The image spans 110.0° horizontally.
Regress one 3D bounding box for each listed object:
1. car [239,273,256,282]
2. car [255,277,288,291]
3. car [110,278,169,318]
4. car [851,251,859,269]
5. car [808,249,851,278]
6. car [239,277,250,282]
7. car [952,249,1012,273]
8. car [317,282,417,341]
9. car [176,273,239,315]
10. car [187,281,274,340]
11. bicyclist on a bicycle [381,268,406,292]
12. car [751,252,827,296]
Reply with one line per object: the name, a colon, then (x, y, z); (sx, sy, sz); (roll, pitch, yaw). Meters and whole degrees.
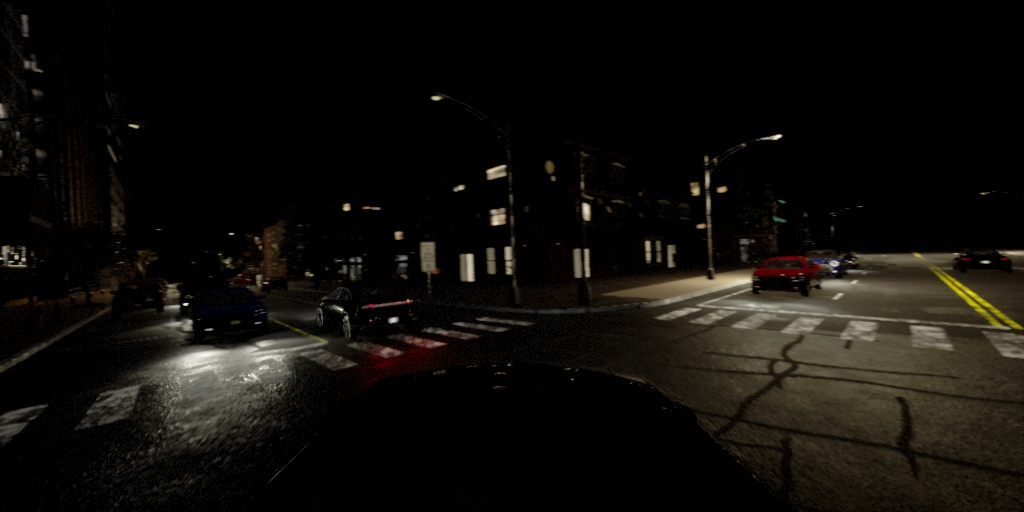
car: (-34.865, 3.193, 47.069); (2.192, 1.841, 5.009); (0, 0, -44)
car: (-22.884, 2.732, 34.553); (2.007, 1.370, 4.403); (0, 0, -44)
car: (-21.381, 2.361, 20.696); (2.192, 1.841, 5.009); (0, 0, -44)
car: (27.168, 0.297, 29.535); (5.357, 1.411, 2.033); (-2, 0, -43)
car: (19.306, 0.390, 22.381); (4.553, 1.767, 2.097); (-2, 0, -42)
car: (-28.496, 3.094, 36.559); (1.895, 1.301, 4.718); (-3, 0, -43)
car: (28.894, 0.255, 22.146); (4.181, 1.385, 1.994); (-2, 0, -43)
car: (-4.788, 1.604, 11.477); (2.128, 1.511, 4.902); (-3, 0, -41)
car: (-17.290, 2.043, 20.258); (2.150, 2.045, 5.566); (-3, 0, -44)
car: (-10.297, 1.893, 12.952); (1.882, 1.535, 5.008); (-3, 0, -43)
bicyclist on a bicycle: (-7.496, 1.602, 22.638); (1.656, 1.620, 0.582); (-3, 0, -44)
car: (12.106, 0.780, 15.748); (5.008, 1.535, 1.882); (-2, 0, -43)
